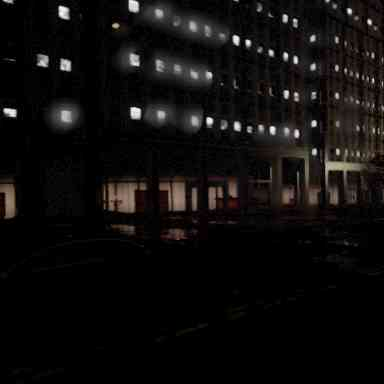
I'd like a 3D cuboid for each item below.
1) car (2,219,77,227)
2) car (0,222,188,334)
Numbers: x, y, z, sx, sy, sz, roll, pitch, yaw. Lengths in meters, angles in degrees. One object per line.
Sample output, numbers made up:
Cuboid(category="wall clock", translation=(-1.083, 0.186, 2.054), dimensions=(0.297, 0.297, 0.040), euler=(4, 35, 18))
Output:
Cuboid(category="car", translation=(-4.270, 1.483, 8.621), dimensions=(4.902, 1.511, 2.128), euler=(0, 0, -35))
Cuboid(category="car", translation=(-2.388, 1.483, 5.972), dimensions=(4.902, 1.511, 2.128), euler=(0, 0, -35))
